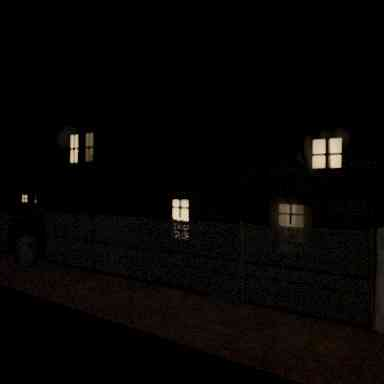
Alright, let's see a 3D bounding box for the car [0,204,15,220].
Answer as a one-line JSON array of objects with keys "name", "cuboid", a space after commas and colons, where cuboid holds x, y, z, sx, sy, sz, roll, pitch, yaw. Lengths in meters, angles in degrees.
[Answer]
[{"name": "car", "cuboid": [-17.200, 1.845, 29.260, 1.882, 1.535, 5.008, 1, 0, 36]}]
